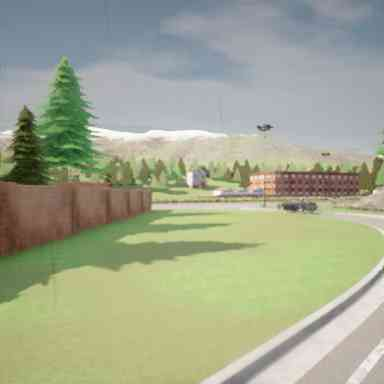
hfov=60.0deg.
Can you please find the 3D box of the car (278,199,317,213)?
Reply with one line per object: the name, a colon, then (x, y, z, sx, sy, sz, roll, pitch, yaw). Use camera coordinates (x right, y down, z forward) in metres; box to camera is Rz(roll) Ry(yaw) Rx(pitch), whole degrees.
car: (11.815, 1.577, 37.630, 2.128, 1.511, 4.902, 0, 0, -28)
